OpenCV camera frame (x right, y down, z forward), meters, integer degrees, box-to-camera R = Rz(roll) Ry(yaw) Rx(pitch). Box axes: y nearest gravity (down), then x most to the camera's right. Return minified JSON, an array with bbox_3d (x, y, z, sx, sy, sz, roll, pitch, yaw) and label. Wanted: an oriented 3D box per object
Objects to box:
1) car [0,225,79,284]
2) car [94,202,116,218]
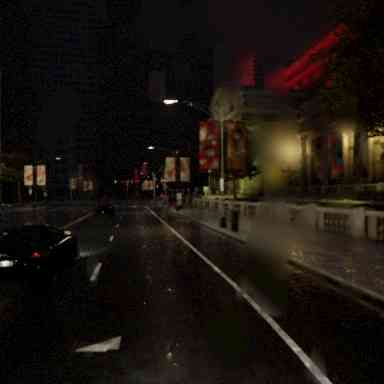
[{"bbox_3d":[-4.621,1.646,9.700,1.994,1.385,4.181,0,0,-9],"label":"car"},{"bbox_3d":[-8.817,1.728,33.877,2.128,1.511,4.902,0,0,-10],"label":"car"}]
